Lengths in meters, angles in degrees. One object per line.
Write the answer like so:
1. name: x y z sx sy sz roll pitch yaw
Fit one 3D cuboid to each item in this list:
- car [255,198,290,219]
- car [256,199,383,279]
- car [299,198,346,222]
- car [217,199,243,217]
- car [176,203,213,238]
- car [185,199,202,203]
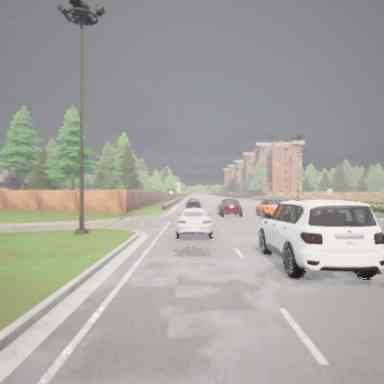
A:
1. car: 7.159 1.421 30.208 2.097 1.767 4.553 0 0 0
2. car: 3.608 1.245 10.271 2.150 2.045 5.566 0 0 0
3. car: 10.652 1.411 27.594 2.097 1.767 4.553 0 0 0
4. car: 3.666 1.431 32.766 2.097 1.767 4.553 0 0 0
5. car: 0.118 1.572 17.929 1.812 1.442 4.674 0 0 0
6. car: 0.194 1.612 41.470 1.837 1.490 4.892 0 0 0
